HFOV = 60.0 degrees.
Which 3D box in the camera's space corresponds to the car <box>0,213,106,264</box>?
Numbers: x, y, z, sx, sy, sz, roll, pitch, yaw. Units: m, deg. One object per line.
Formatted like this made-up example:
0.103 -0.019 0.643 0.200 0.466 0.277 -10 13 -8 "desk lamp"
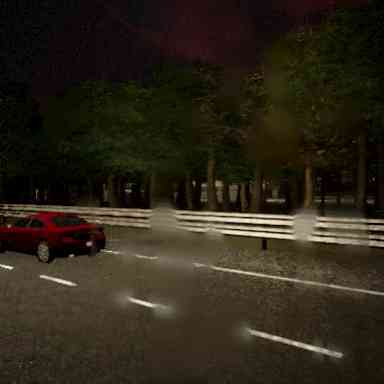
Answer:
-5.241 1.497 11.927 5.008 1.535 1.882 0 0 36 "car"
